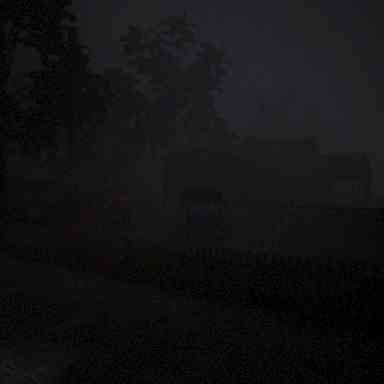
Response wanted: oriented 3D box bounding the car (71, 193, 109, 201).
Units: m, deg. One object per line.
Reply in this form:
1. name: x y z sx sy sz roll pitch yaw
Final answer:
1. car: -10.755 1.150 36.673 2.150 2.045 5.566 0 0 36
